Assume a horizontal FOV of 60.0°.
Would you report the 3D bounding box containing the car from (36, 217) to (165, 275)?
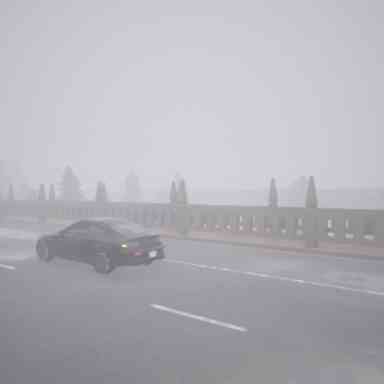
[{"bbox_3d":[-2.938,1.515,10.389,4.674,1.442,1.812,0,0,36],"label":"car"}]
